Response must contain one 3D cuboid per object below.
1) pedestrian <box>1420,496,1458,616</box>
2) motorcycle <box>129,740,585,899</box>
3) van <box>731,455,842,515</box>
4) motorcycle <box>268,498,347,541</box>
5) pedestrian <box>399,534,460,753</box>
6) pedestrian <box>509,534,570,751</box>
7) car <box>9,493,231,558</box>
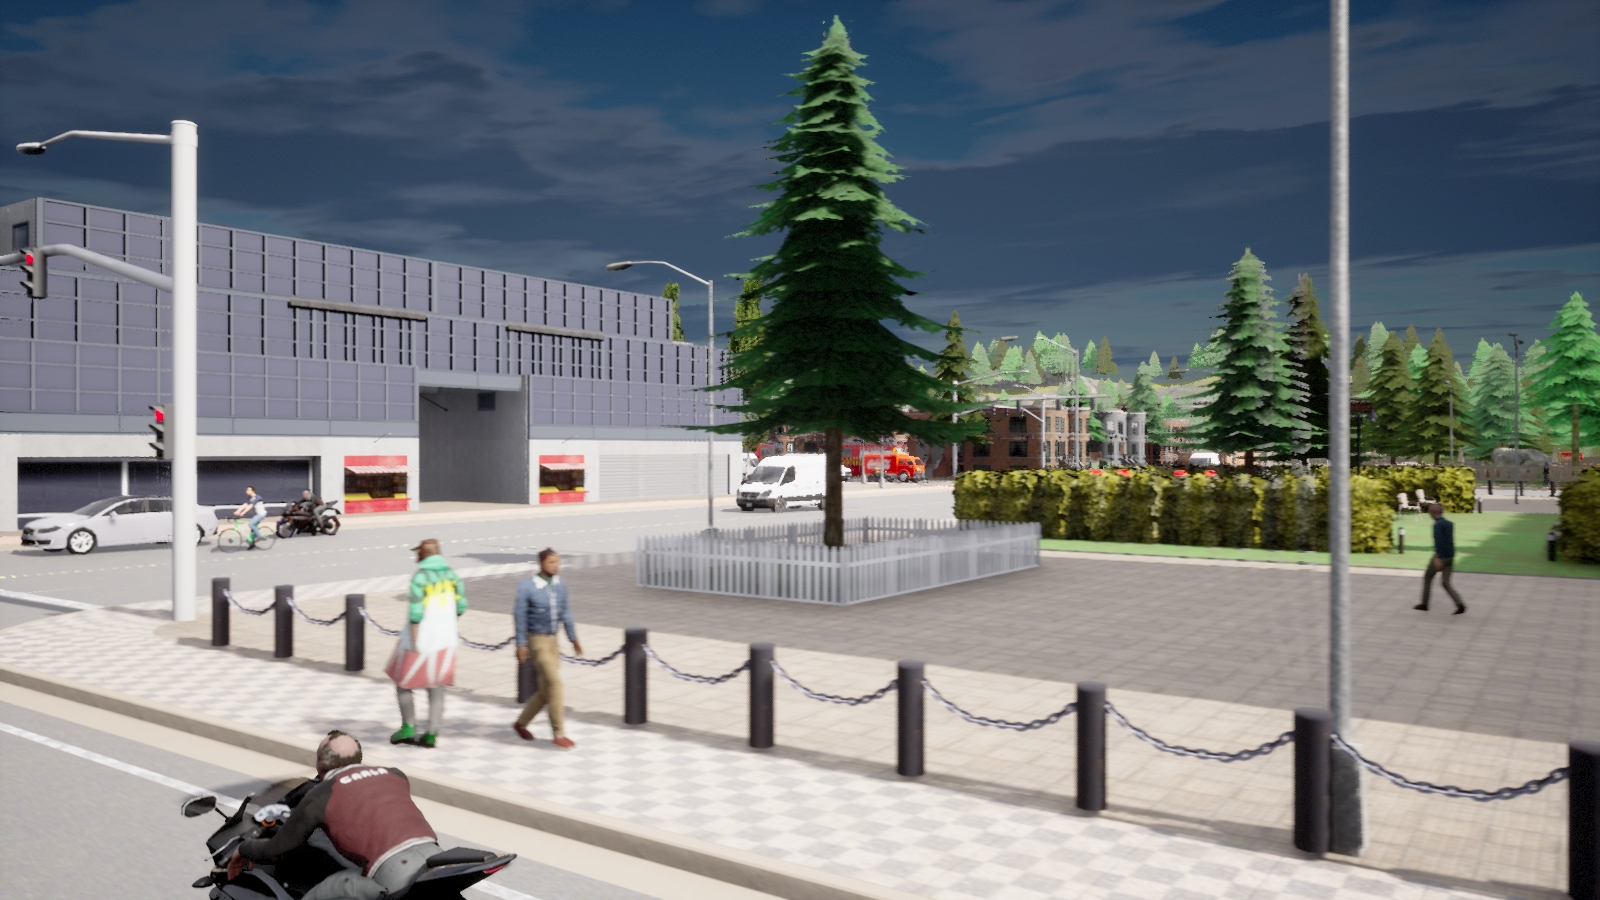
[{"bbox_3d":[10.193,1.680,18.238,0.375,1.860,0.375,0,0,-20],"label":"pedestrian"},{"bbox_3d":[-2.089,2.205,5.245,2.209,1.251,0.867,0,0,35],"label":"motorcycle"},{"bbox_3d":[-0.541,1.534,52.341,1.988,2.561,5.915,0,0,35],"label":"van"},{"bbox_3d":[-15.823,2.205,36.732,0.867,1.251,2.209,0,0,35],"label":"motorcycle"},{"bbox_3d":[-3.295,1.697,10.170,0.375,1.860,0.375,0,0,39],"label":"pedestrian"},{"bbox_3d":[-2.334,1.699,10.240,0.375,1.860,0.375,0,0,33],"label":"pedestrian"},{"bbox_3d":[-19.024,2.061,32.170,2.231,1.480,4.892,0,0,35],"label":"car"}]
